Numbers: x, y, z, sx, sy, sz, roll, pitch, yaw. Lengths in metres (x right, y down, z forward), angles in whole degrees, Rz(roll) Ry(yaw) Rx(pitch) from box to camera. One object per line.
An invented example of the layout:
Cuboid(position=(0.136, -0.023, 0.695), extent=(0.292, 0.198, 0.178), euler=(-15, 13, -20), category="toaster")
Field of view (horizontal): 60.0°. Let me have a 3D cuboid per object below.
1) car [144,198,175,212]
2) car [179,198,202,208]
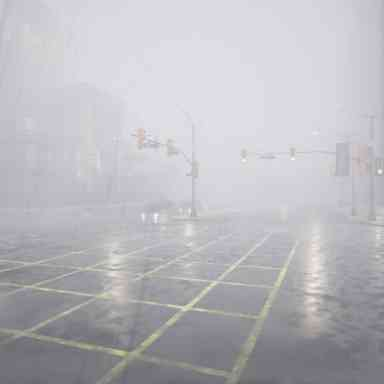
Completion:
Cuboid(position=(-3.741, 1.478, 38.947), extent=(1.882, 1.535, 5.008), euler=(0, 0, 23), category="car")
Cuboid(position=(-0.155, 1.601, 48.511), extent=(1.895, 1.301, 4.718), euler=(0, 0, 21), category="car")
